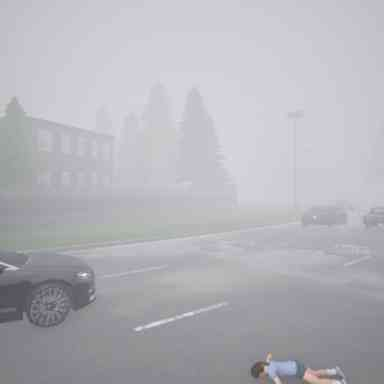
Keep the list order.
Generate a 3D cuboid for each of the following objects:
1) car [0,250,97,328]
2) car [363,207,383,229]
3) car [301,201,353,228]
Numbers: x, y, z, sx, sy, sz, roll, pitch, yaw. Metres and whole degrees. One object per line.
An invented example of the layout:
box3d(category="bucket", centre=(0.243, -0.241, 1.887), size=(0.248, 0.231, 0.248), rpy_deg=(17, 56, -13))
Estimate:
box3d(category="car", centre=(-4.045, 1.490, 5.293), size=(4.902, 1.511, 2.128), rpy_deg=(0, 0, -37))
box3d(category="car", centre=(12.213, 1.584, 20.721), size=(1.895, 1.301, 4.718), rpy_deg=(0, 0, 40))
box3d(category="car", centre=(8.980, 1.547, 22.352), size=(1.994, 1.385, 4.181), rpy_deg=(0, 0, 41))
